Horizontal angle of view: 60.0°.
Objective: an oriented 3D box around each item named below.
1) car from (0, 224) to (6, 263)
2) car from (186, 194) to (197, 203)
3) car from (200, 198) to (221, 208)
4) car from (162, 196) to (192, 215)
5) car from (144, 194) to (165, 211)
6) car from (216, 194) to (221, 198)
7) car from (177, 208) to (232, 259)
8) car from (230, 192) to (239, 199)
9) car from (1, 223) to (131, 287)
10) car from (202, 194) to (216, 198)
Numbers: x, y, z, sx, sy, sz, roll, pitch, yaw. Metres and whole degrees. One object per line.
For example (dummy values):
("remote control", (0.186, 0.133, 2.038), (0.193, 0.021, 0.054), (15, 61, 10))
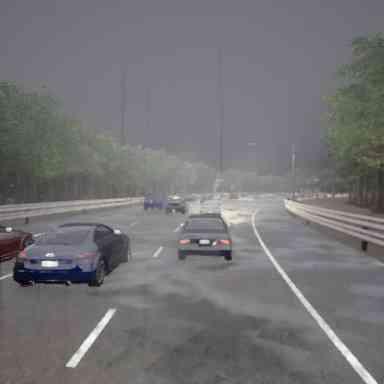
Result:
("car", (-6.538, 1.557, 9.998), (1.994, 1.385, 4.181), (0, 0, 2))
("car", (-0.307, 1.262, 69.045), (2.097, 1.767, 4.553), (0, 0, 10))
("car", (1.746, 1.528, 31.020), (1.812, 1.442, 4.674), (0, 0, 5))
("car", (-1.460, 1.502, 33.714), (1.837, 1.490, 4.892), (0, 0, 6))
("car", (-4.333, 1.198, 40.782), (2.150, 2.045, 5.566), (0, 0, 7))
("car", (6.400, 1.457, 85.673), (1.895, 1.301, 4.718), (0, 0, 12))
("car", (0.499, 1.549, 12.545), (2.033, 1.411, 5.357), (0, 0, 3))
("car", (11.999, 1.057, 94.622), (2.150, 2.045, 5.566), (0, 0, 13))
("car", (-3.057, 1.562, 9.362), (1.994, 1.385, 4.181), (0, 0, 3))
("car", (3.009, 1.406, 67.584), (2.128, 1.511, 4.902), (0, 0, 10))
